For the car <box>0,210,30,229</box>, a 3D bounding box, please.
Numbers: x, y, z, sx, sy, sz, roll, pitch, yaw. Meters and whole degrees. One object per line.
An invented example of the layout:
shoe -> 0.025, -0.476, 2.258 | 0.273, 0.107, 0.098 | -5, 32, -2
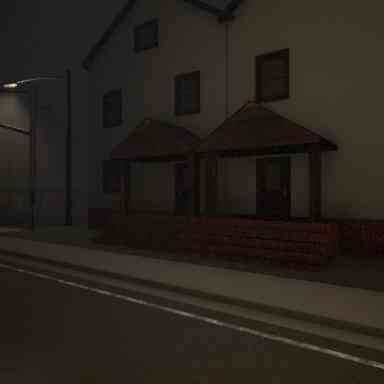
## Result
car -> -16.162, 2.352, 28.798 | 1.837, 1.490, 4.892 | 0, -9, 36
